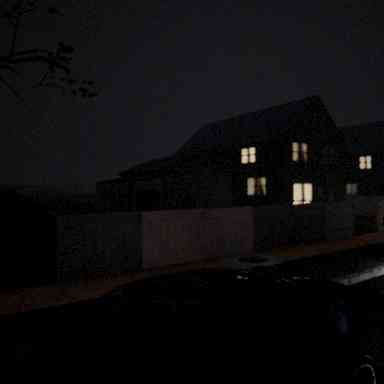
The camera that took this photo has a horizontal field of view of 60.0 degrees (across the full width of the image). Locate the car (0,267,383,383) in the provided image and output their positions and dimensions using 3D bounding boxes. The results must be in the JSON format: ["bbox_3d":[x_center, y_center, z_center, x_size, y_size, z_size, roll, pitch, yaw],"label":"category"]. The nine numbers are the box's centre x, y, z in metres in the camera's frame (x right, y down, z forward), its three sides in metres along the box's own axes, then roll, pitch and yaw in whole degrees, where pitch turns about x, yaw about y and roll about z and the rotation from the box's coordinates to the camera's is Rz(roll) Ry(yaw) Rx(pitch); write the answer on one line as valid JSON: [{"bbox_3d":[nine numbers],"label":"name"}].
[{"bbox_3d":[0.002,1.538,3.075,5.357,1.411,2.033,0,0,-36],"label":"car"}]
